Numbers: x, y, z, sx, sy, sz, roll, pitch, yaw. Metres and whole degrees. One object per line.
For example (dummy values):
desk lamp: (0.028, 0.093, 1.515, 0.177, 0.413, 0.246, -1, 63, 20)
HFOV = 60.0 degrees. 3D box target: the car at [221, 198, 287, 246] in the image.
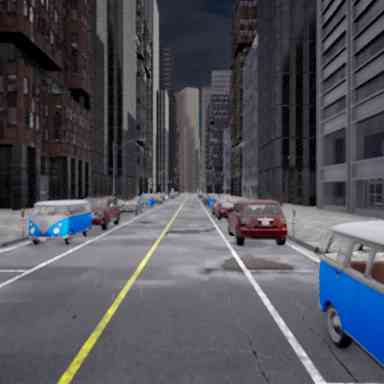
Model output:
car: (2.769, 1.241, 14.893, 2.192, 1.841, 5.009, 0, 0, 0)

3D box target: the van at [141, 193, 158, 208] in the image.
van: (-5.747, 1.133, 42.933, 1.690, 1.788, 3.998, 0, 0, 0)

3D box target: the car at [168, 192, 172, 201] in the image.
car: (-5.738, 1.190, 70.810, 1.752, 1.417, 4.829, 0, 0, 0)

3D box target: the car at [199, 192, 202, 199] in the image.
car: (2.785, 1.212, 65.546, 1.752, 1.417, 4.829, 0, 0, 0)

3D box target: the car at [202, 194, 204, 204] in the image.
car: (2.780, 1.310, 48.548, 1.887, 1.381, 4.507, 0, 0, 0)

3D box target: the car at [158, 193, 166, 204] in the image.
car: (-5.743, 1.178, 54.152, 1.967, 1.590, 4.097, 0, 0, 0)

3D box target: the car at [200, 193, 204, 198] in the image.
car: (2.782, 1.305, 54.158, 1.947, 1.339, 4.313, 0, 0, 0)

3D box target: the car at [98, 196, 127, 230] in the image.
car: (-5.755, 1.214, 20.495, 2.192, 1.841, 5.009, 0, 0, 0)

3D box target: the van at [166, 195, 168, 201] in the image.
van: (-5.741, 1.053, 59.761, 1.690, 1.788, 3.998, 0, 0, 0)

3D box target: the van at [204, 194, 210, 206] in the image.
van: (2.778, 1.133, 42.938, 1.690, 1.788, 3.998, 0, 0, 0)

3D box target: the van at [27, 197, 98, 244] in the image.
van: (-5.757, 1.267, 14.886, 1.690, 1.788, 3.998, 0, 0, 0)

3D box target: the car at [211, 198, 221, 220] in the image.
car: (2.772, 1.417, 26.112, 1.887, 1.381, 4.507, 0, 0, 0)

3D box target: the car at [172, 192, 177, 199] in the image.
car: (-5.732, 1.167, 87.809, 1.947, 1.339, 4.313, 0, 0, 0)

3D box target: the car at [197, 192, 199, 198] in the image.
car: (2.793, 1.152, 87.811, 2.008, 1.369, 4.403, 0, 0, 0)

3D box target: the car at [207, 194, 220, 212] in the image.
car: (2.774, 1.285, 31.720, 1.967, 1.590, 4.097, 0, 0, 0)

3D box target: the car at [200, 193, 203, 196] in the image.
car: (2.784, 1.237, 59.937, 1.752, 1.417, 4.829, 0, 0, 0)

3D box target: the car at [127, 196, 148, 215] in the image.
car: (-5.751, 1.395, 31.715, 2.008, 1.369, 4.403, 0, 0, 0)

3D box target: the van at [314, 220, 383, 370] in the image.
van: (2.765, 1.322, 3.675, 1.690, 1.788, 3.998, 0, 0, 0)
